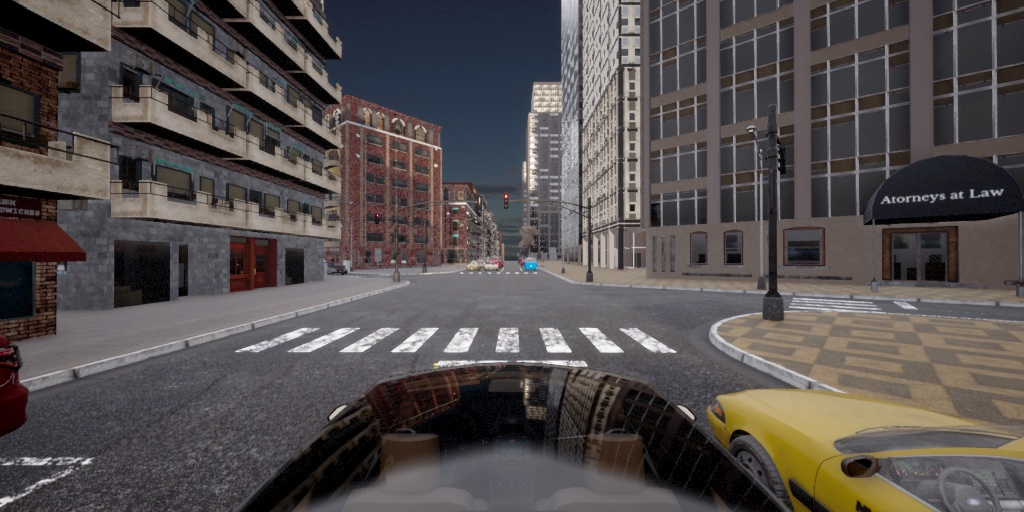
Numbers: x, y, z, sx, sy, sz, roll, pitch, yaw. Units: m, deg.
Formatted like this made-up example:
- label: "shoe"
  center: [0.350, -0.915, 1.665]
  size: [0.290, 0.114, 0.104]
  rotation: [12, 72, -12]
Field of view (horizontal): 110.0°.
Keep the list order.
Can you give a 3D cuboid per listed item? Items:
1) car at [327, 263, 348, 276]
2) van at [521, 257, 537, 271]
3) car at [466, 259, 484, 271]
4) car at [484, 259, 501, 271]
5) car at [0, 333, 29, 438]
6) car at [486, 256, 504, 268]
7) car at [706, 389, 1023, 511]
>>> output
- label: "car"
  center: [-20.237, 1.495, 40.091]
  size: [4.181, 1.385, 1.994]
  rotation: [-1, -1, 36]
- label: "van"
  center: [2.552, 1.136, 50.067]
  size: [1.690, 1.789, 3.998]
  rotation: [0, 0, 0]
- label: "car"
  center: [-5.329, 1.321, 49.895]
  size: [1.751, 1.417, 4.829]
  rotation: [0, 0, 0]
- label: "car"
  center: [-2.862, 1.397, 50.179]
  size: [1.895, 1.301, 4.718]
  rotation: [0, 0, -2]
- label: "car"
  center: [-5.314, 1.065, 1.065]
  size: [2.192, 1.841, 5.009]
  rotation: [0, 0, 0]
- label: "car"
  center: [-2.848, 1.038, 59.686]
  size: [2.150, 2.045, 5.566]
  rotation: [0, 0, 0]
- label: "car"
  center: [2.566, 1.275, 1.244]
  size: [1.751, 1.417, 4.829]
  rotation: [0, 0, 0]
